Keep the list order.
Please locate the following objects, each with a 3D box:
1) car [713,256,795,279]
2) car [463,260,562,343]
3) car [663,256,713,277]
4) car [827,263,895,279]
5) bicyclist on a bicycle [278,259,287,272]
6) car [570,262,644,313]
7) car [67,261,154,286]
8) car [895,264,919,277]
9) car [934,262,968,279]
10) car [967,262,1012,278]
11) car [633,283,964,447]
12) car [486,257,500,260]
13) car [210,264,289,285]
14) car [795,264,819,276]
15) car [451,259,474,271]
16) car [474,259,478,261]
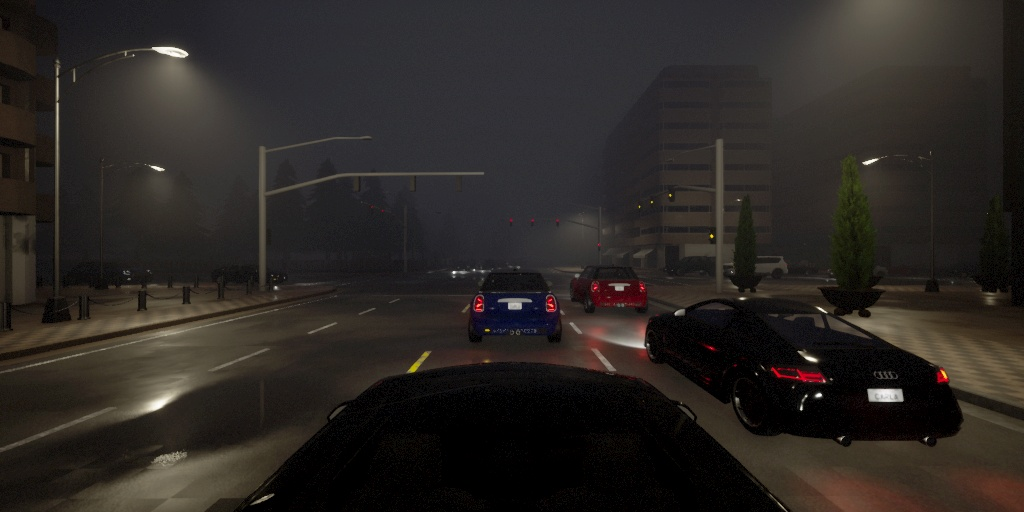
[{"bbox_3d":[22.160,1.027,32.999,5.566,2.045,2.150,0,0,0],"label":"car"},{"bbox_3d":[0.081,1.102,9.881,2.097,1.767,4.553,0,0,0],"label":"car"},{"bbox_3d":[18.412,1.027,36.483,5.566,2.045,2.150,0,0,0],"label":"car"},{"bbox_3d":[31.798,1.331,33.034,4.674,1.442,1.812,0,0,0],"label":"car"},{"bbox_3d":[-25.621,1.106,40.086,0.582,1.620,1.656,0,0,0],"label":"bicyclist on a bicycle"},{"bbox_3d":[3.602,1.102,14.109,2.097,1.767,4.553,0,0,0],"label":"car"},{"bbox_3d":[-28.530,1.157,25.591,4.553,1.767,2.097,0,0,0],"label":"car"},{"bbox_3d":[38.218,1.406,36.555,4.718,1.301,1.895,0,0,0],"label":"car"},{"bbox_3d":[42.122,1.283,33.060,5.008,1.535,1.882,0,0,0],"label":"car"},{"bbox_3d":[36.819,1.296,25.858,4.902,1.511,2.128,0,0,0],"label":"car"},{"bbox_3d":[3.605,1.314,5.469,1.994,1.385,4.181,0,0,0],"label":"car"},{"bbox_3d":[-3.231,1.254,52.289,1.837,1.490,4.892,0,0,3],"label":"car"},{"bbox_3d":[-18.681,1.310,25.632,4.892,1.490,1.837,0,0,0],"label":"car"},{"bbox_3d":[28.172,1.406,36.522,4.718,1.301,1.895,0,0,0],"label":"car"},{"bbox_3d":[-6.871,1.313,48.624,1.994,1.385,4.181,0,0,2],"label":"car"},{"bbox_3d":[-6.260,1.254,57.513,1.837,1.490,4.892,0,0,7],"label":"car"}]
